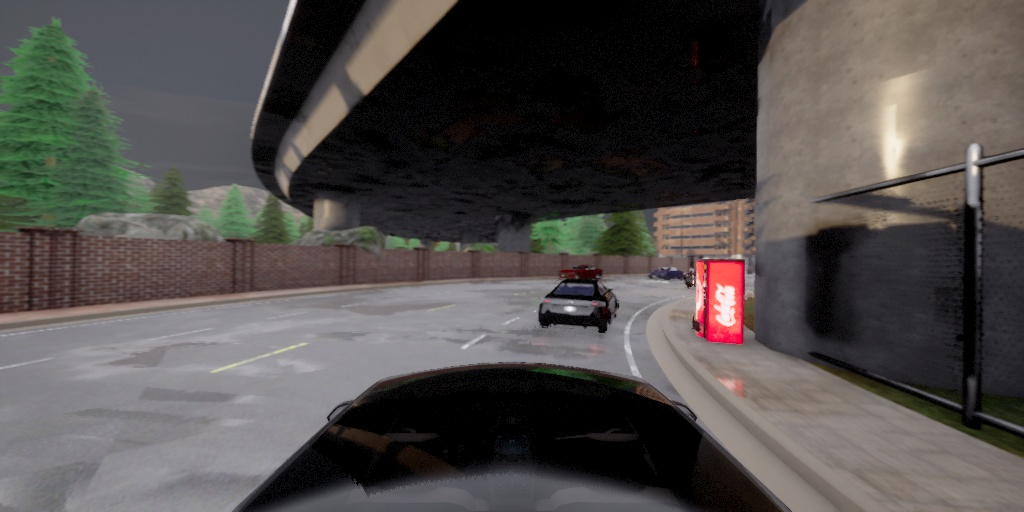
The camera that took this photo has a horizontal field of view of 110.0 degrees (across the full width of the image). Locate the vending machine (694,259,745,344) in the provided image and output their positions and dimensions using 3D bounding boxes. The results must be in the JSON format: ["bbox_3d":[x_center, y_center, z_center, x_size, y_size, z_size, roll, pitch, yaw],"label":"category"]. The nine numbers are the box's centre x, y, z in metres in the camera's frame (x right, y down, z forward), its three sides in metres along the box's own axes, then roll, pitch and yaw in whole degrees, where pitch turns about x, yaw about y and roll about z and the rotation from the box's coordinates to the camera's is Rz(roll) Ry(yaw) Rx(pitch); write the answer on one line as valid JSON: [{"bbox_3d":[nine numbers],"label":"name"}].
[{"bbox_3d":[5.004,1.077,8.692,1.100,2.100,0.880,0,0,18],"label":"vending machine"}]

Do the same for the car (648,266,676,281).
[{"bbox_3d":[15.878,1.773,36.937,4.674,1.442,1.812,1,0,-39],"label":"car"}]

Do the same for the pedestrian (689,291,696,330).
[{"bbox_3d":[5.045,1.409,9.537,0.500,1.100,0.500,1,0,19],"label":"pedestrian"}]

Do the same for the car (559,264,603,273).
[{"bbox_3d":[6.517,1.541,33.841,5.008,1.535,1.882,2,-1,-39],"label":"car"}]

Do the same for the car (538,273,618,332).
[{"bbox_3d":[2.240,1.414,11.497,1.994,1.385,4.181,1,0,20],"label":"car"}]

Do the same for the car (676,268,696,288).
[{"bbox_3d":[14.514,1.650,26.485,4.902,1.511,2.128,1,-1,-40],"label":"car"}]
